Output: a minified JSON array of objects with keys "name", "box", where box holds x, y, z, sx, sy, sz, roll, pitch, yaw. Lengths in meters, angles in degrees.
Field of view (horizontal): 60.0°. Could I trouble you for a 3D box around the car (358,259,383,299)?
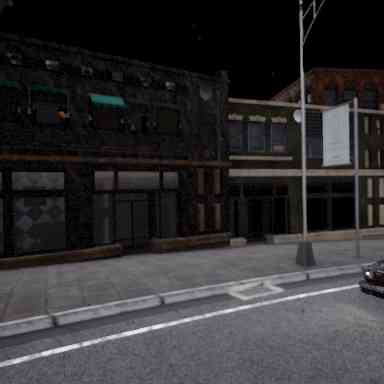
[{"name":"car","box":[6.063,1.524,6.871,5.357,1.411,2.033,0,0,-23]}]
